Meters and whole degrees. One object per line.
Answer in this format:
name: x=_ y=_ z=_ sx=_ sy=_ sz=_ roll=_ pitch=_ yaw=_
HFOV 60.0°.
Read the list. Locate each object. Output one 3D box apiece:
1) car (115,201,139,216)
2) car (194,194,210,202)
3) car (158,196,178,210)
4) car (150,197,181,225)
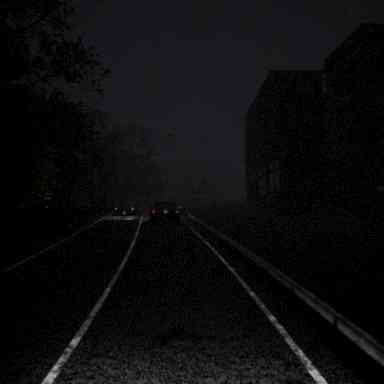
car: x=-6.206 y=1.554 z=31.907 sx=1.895 sy=1.301 sz=4.718 roll=0 pitch=0 yaw=-4
car: x=2.226 y=1.252 z=72.171 sx=1.882 sy=1.535 sz=5.008 roll=-3 pitch=-1 yaw=28
car: x=-2.971 y=1.378 z=42.399 sx=1.882 sy=1.535 sz=5.008 roll=-1 pitch=0 yaw=3
car: x=-2.013 y=1.355 z=24.329 sx=2.097 sy=1.767 sz=4.553 roll=0 pitch=0 yaw=-7
